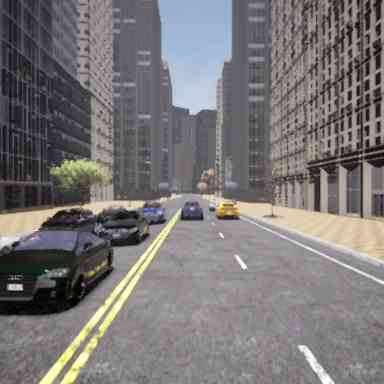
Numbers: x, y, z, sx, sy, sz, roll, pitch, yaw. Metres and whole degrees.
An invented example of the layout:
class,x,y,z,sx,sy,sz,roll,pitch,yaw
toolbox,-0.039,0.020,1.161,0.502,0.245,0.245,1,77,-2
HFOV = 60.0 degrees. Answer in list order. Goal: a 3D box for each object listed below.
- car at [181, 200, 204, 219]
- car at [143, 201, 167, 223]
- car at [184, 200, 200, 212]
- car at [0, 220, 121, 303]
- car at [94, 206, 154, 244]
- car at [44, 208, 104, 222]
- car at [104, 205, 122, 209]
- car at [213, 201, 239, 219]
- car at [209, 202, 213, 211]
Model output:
class,x,y,z,sx,sy,sz,roll,pitch,yaw
car,0.020,1.602,31.647,2.097,1.767,4.553,0,0,0
car,-3.240,1.568,27.174,2.097,1.767,4.553,0,0,0
car,0.061,1.845,45.387,2.128,1.511,4.902,0,0,1
car,-3.321,1.631,8.290,1.994,1.385,4.181,0,0,1
car,-3.264,1.661,16.884,1.812,1.442,4.674,0,0,1
car,-6.502,1.649,18.027,1.837,1.490,4.892,0,0,0
car,-6.490,1.786,28.005,1.994,1.385,4.181,0,0,0
car,3.363,1.733,32.326,1.882,1.535,5.008,0,0,0
car,3.362,1.966,47.099,1.895,1.301,4.718,0,0,0
